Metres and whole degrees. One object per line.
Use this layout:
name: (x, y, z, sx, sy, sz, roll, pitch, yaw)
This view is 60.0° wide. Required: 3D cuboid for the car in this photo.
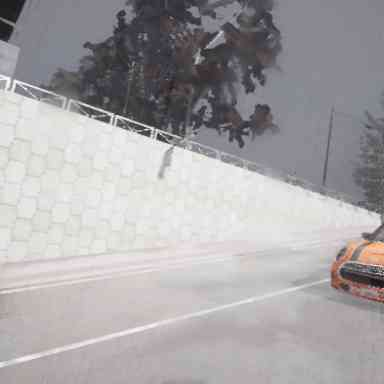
car: (5.254, 1.383, 7.723, 4.553, 1.767, 2.097, 1, 0, -35)
